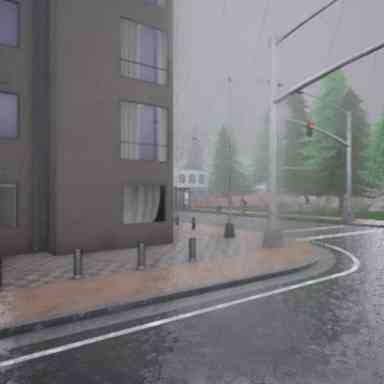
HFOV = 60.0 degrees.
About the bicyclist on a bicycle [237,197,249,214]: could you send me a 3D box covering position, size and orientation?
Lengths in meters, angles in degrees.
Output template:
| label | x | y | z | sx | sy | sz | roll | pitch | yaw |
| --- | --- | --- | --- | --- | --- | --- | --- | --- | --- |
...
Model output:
| label | x | y | z | sx | sy | sz | roll | pitch | yaw |
| --- | --- | --- | --- | --- | --- | --- | --- | --- | --- |
| bicyclist on a bicycle | 5.034 | 1.324 | 32.596 | 1.656 | 1.620 | 0.582 | 0 | 0 | -35 |
